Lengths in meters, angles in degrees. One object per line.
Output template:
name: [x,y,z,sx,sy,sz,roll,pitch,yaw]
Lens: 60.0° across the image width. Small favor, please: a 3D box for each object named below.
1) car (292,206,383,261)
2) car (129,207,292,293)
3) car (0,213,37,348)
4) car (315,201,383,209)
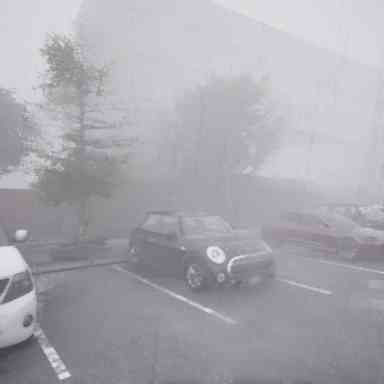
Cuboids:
car: [4.759,1.444,12.321,2.163,1.488,4.792,0,0,-35]
car: [0.073,1.323,9.056,2.185,1.767,4.553,0,0,-35]
car: [-4.341,1.231,5.836,2.435,2.045,5.566,0,0,-35]
car: [6.999,1.272,13.993,2.185,1.767,4.553,0,0,-35]
